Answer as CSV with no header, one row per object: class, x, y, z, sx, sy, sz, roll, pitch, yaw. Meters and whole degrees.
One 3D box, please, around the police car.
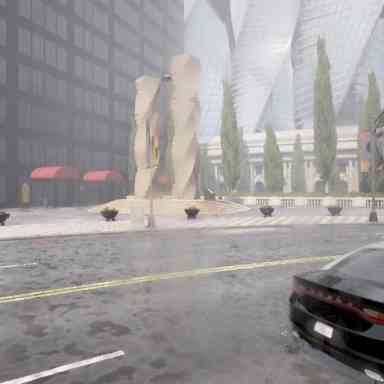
police car,3.882,1.424,5.071,5.238,1.638,1.930,0,0,-26
